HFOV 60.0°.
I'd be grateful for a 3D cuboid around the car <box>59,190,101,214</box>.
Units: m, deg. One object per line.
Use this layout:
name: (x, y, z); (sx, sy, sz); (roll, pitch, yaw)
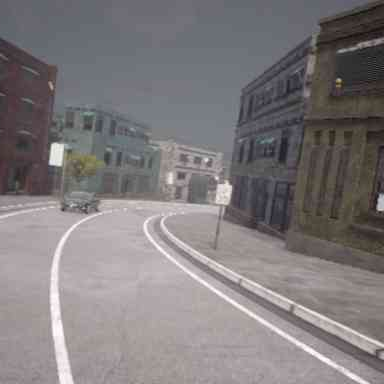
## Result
car: (-7.909, 0.664, 23.996); (1.837, 1.490, 4.892); (7, 0, -2)
